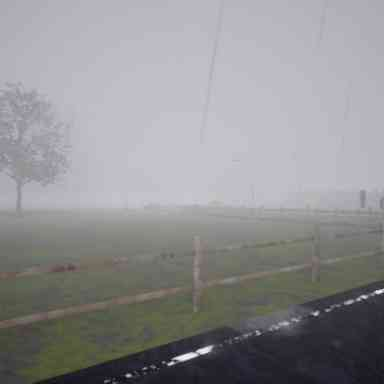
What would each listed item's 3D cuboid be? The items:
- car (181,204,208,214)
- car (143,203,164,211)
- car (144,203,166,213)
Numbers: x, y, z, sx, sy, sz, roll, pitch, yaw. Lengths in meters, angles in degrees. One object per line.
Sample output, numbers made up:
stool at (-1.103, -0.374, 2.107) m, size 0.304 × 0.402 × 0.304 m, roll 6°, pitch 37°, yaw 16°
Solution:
car at (0.369, 2.671, 52.687) m, size 2.033 × 1.411 × 5.357 m, roll 1°, pitch -1°, yaw -34°
car at (-7.544, 2.879, 64.216) m, size 1.882 × 1.535 × 5.008 m, roll 1°, pitch -2°, yaw -34°
car at (-6.448, 2.804, 57.737) m, size 2.033 × 1.411 × 5.357 m, roll 1°, pitch -2°, yaw -34°
